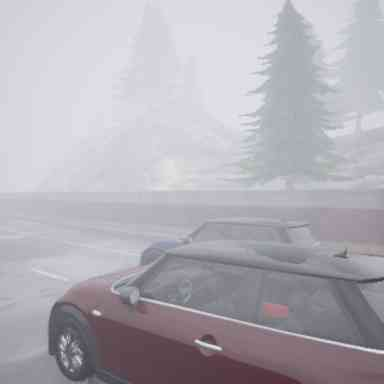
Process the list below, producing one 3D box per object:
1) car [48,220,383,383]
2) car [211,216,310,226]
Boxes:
[{"bbox_3d":[0.292,1.370,3.940,4.553,1.767,2.097,0,0,36],"label":"car"},{"bbox_3d":[0.861,1.387,7.880,4.553,1.767,2.097,0,0,37],"label":"car"}]
